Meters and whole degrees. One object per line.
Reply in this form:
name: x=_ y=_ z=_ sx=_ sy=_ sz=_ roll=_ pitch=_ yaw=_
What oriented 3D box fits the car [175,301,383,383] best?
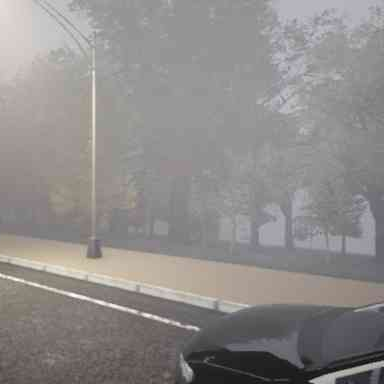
car: x=2.069 y=1.486 z=2.191 sx=4.902 sy=1.511 sz=2.128 roll=0 pitch=0 yaw=35
